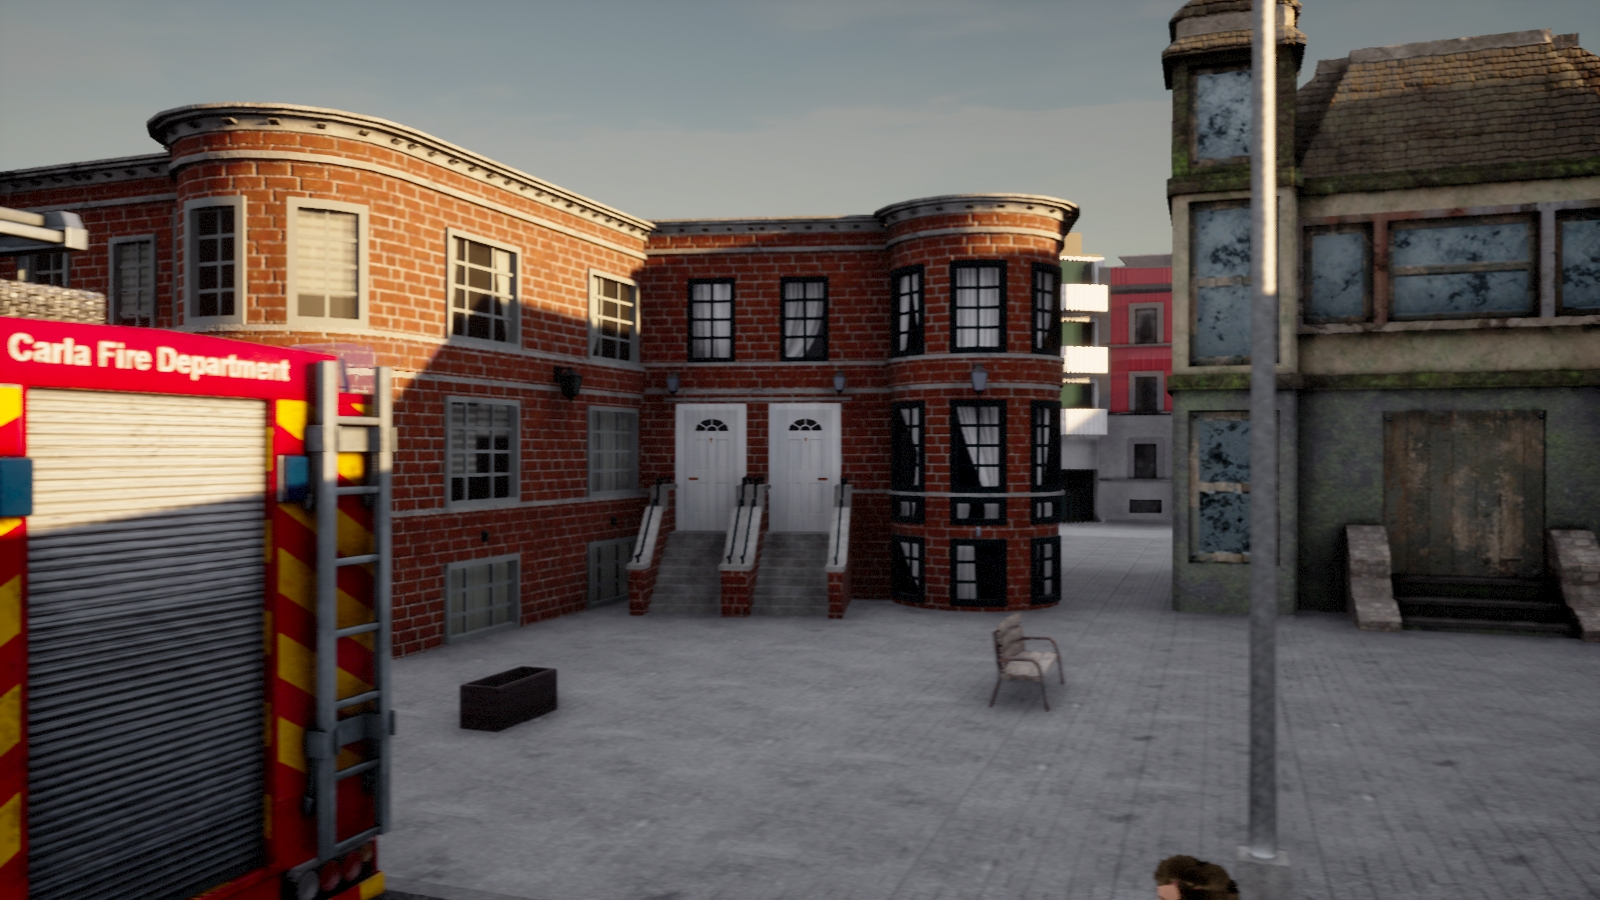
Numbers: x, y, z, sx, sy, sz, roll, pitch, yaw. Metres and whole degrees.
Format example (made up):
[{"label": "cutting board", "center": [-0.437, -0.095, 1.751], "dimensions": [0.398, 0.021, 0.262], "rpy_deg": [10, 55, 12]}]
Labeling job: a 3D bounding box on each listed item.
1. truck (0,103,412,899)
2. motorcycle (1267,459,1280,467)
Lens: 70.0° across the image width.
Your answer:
[{"label": "truck", "center": [-6.587, 0.671, 6.279], "dimensions": [8.468, 3.827, 2.891], "rpy_deg": [0, 0, 20]}, {"label": "motorcycle", "center": [72.717, 1.962, 175.560], "dimensions": [1.805, 1.236, 0.856], "rpy_deg": [0, 0, 20]}]
